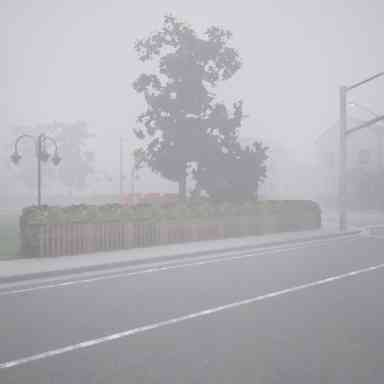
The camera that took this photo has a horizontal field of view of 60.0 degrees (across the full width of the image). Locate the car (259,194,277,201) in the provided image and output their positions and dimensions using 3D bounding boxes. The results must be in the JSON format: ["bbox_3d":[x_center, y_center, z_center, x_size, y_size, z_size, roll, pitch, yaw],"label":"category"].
[{"bbox_3d":[7.466,1.221,37.012,2.150,2.045,5.566,0,0,-35],"label":"car"}]
